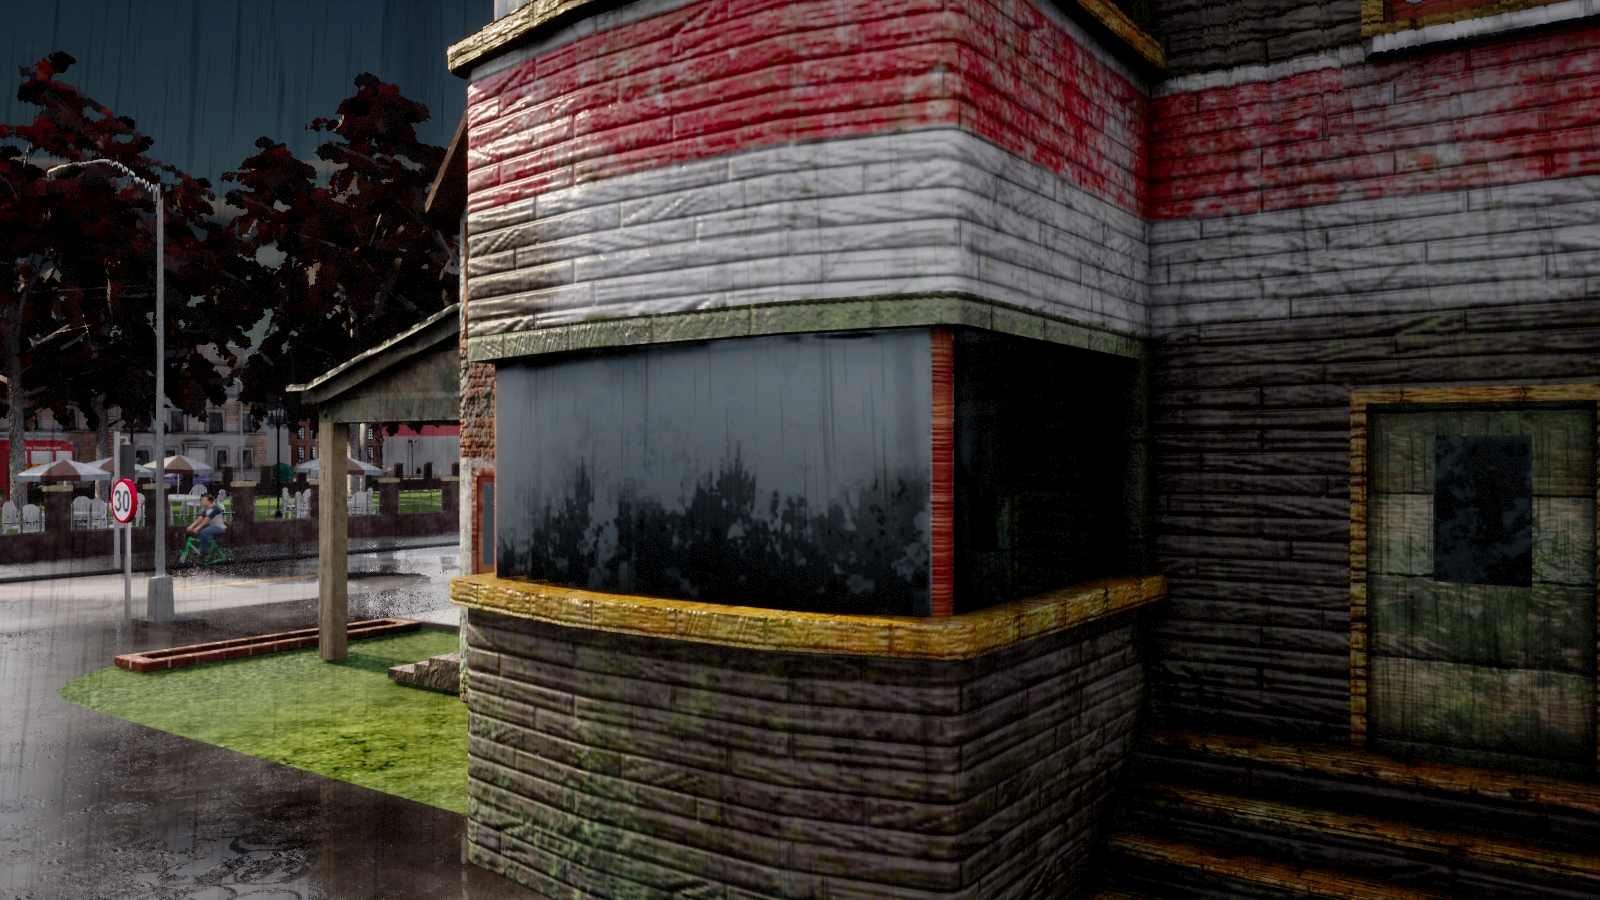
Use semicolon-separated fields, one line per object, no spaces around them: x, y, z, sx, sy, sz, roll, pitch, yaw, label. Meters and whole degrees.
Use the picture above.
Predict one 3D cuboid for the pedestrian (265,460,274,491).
-32.146;1.524;69.284;0.375;1.860;0.375;0;0;44;pedestrian
